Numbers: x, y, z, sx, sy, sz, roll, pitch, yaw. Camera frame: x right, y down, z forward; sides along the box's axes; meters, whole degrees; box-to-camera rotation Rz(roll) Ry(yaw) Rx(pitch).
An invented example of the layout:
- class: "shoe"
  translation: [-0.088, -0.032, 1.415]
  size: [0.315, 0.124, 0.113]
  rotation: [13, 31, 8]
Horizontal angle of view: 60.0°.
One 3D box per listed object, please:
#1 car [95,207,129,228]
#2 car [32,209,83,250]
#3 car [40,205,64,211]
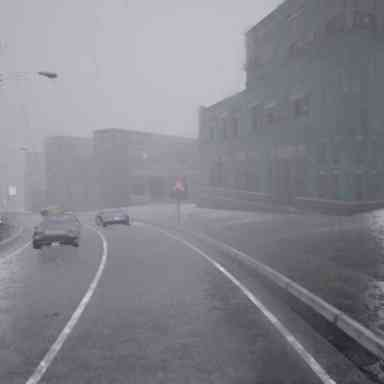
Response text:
- class: "car"
  translation: [-6.188, 1.879, 25.474]
  size: [1.994, 1.385, 4.181]
  rotation: [-2, -1, -25]
- class: "car"
  translation: [-6.215, 1.755, 15.798]
  size: [2.033, 1.411, 5.357]
  rotation: [-1, -1, -17]
- class: "car"
  translation: [-17.709, 2.421, 41.982]
  size: [2.128, 1.511, 4.902]
  rotation: [-4, 0, -44]
